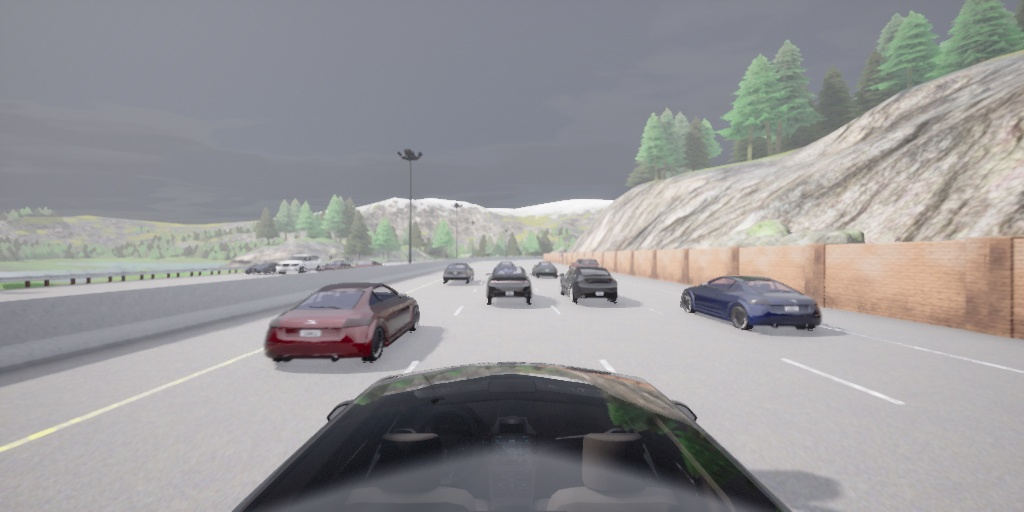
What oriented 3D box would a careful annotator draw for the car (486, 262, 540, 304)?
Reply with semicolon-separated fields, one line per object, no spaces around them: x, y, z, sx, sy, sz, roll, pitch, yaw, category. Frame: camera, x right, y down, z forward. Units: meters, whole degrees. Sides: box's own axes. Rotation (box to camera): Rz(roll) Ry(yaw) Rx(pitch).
-0.146;1.194;16.072;2.128;1.511;4.902;0;0;-1;car

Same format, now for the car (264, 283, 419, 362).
-3.491;1.293;8.164;1.994;1.385;4.181;0;0;-1;car

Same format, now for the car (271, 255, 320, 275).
-21.833;0.861;37.154;2.150;2.045;5.566;0;0;-1;car

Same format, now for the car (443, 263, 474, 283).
-3.884;1.216;26.549;2.033;1.411;5.357;0;0;-1;car

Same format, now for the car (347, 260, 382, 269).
-14.823;1.163;36.873;1.812;1.442;4.674;0;0;-1;car

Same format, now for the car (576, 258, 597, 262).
6.491;1.000;31.962;2.097;1.767;4.553;0;0;-1;car

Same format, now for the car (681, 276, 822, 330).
6.959;1.281;10.965;1.994;1.385;4.181;0;0;-1;car

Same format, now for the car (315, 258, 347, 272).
-18.339;1.200;37.596;1.994;1.385;4.181;0;0;-1;car

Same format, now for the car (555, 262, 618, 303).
3.350;1.205;16.316;1.837;1.490;4.892;0;0;-1;car

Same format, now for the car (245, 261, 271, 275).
-25.326;1.204;36.946;1.994;1.385;4.181;0;0;-1;car

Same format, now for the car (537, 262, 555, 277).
2.969;1.210;32.873;1.994;1.385;4.181;0;0;-1;car
